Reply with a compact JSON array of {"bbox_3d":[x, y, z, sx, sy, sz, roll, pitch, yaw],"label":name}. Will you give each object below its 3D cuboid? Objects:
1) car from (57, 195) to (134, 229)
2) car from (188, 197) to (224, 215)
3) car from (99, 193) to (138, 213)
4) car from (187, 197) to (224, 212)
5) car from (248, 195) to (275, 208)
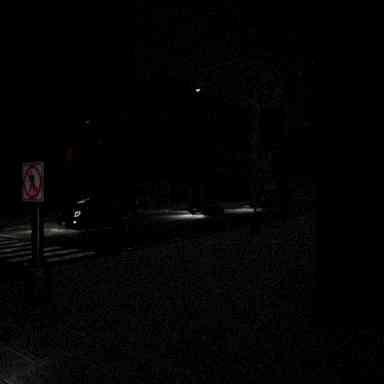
[{"bbox_3d":[-6.328,1.292,21.569,2.097,1.767,4.553,0,0,35],"label":"car"},{"bbox_3d":[1.402,1.448,32.506,1.994,1.385,4.181,0,0,35],"label":"car"},{"bbox_3d":[-6.774,1.150,26.577,2.150,2.045,5.566,0,0,35],"label":"car"},{"bbox_3d":[1.658,1.374,38.484,1.837,1.490,4.892,0,0,35],"label":"car"},{"bbox_3d":[9.066,1.428,43.286,1.895,1.301,4.718,0,0,36],"label":"car"}]
